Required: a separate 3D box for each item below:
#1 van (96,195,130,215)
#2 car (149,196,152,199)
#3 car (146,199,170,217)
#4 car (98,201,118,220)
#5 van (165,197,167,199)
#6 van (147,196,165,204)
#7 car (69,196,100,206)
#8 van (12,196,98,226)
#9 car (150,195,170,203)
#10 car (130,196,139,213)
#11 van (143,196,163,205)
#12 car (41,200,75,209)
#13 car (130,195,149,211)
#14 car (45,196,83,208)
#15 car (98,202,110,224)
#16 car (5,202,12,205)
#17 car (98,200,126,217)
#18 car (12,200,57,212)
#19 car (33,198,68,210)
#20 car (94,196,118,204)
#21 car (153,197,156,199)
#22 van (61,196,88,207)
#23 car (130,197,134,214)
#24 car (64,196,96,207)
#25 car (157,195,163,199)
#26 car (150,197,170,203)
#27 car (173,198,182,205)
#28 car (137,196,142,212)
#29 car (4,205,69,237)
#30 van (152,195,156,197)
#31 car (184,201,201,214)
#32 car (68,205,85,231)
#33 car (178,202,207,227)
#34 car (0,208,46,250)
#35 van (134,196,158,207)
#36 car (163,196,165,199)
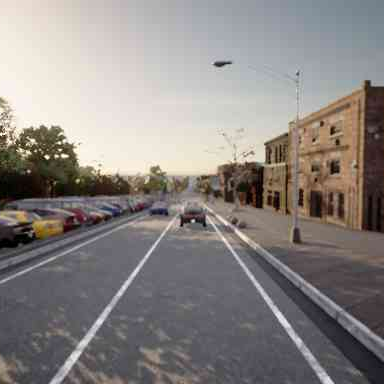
[{"bbox_3d":[-8.818,1.538,32.844,4.442,1.987,1.878,0,-1,0],"label":"van"},{"bbox_3d":[-8.940,1.652,46.860,5.566,2.045,2.435,0,-1,0],"label":"car"},{"bbox_3d":[-3.380,1.790,35.339,1.882,1.535,5.008,0,-1,0],"label":"car"},{"bbox_3d":[-8.892,1.738,27.235,4.792,1.488,2.163,0,-1,0],"label":"car"},{"bbox_3d":[-8.932,1.954,80.502,4.442,1.987,1.878,0,0,0],"label":"van"},{"bbox_3d":[-9.179,1.967,86.112,4.442,1.987,1.878,0,0,0],"label":"van"},{"bbox_3d":[-22.072,1.867,68.636,5.566,2.045,2.435,0,0,0],"label":"car"},{"bbox_3d":[-8.792,1.426,21.632,4.442,1.987,1.878,0,-1,0],"label":"van"},{"bbox_3d":[-9.054,1.959,94.522,5.566,2.045,2.435,0,0,0],"label":"car"},{"bbox_3d":[-8.917,1.694,38.449,4.553,1.767,2.185,0,-1,0],"label":"car"},{"bbox_3d":[-9.159,1.943,77.700,4.442,1.987,1.878,0,0,0],"label":"van"},{"bbox_3d":[-22.038,2.015,54.755,4.792,1.488,2.163,0,-1,0],"label":"car"},{"bbox_3d":[-8.933,1.624,44.057,5.566,2.045,2.435,0,-1,0],"label":"car"},{"bbox_3d":[-22.102,1.761,57.533,5.566,2.045,2.435,0,-1,0],"label":"car"},{"bbox_3d":[-8.886,1.710,24.432,4.792,1.488,2.163,0,-1,0],"label":"car"},{"bbox_3d":[-22.046,1.876,43.651,4.892,1.521,2.231,0,-1,0],"label":"car"},{"bbox_3d":[-8.923,1.736,30.039,5.008,1.535,2.097,0,-1,0],"label":"car"},{"bbox_3d":[-21.862,1.899,46.428,5.366,1.575,1.946,0,-1,0],"label":"car"},{"bbox_3d":[-22.091,1.832,51.979,4.553,1.767,2.185,0,-1,0],"label":"car"},{"bbox_3d":[-22.111,1.943,85.294,5.566,2.045,2.435,0,0,0],"label":"car"},{"bbox_3d":[-8.982,1.988,55.267,4.892,1.521,2.231,0,-1,0],"label":"car"},{"bbox_3d":[-22.204,1.842,63.083,4.442,1.987,1.878,0,-1,0],"label":"van"},{"bbox_3d":[-8.973,1.666,35.646,4.553,1.767,2.185,0,-1,0],"label":"car"},{"bbox_3d":[-22.122,1.844,65.859,5.566,2.045,2.435,0,-1,0],"label":"car"},{"bbox_3d":[-8.981,1.819,63.680,5.566,2.045,2.435,0,-1,0],"label":"car"},{"bbox_3d":[-8.890,2.202,91.718,5.366,1.575,1.946,0,0,0],"label":"car"},{"bbox_3d":[-3.329,2.099,76.736,2.128,1.511,4.902,0,0,0],"label":"car"},{"bbox_3d":[-8.924,1.722,41.252,4.553,1.767,2.185,0,-1,0],"label":"car"},{"bbox_3d":[-9.080,1.594,16.022,5.366,1.575,1.946,0,-1,0],"label":"car"},{"bbox_3d":[-9.112,1.789,58.072,4.442,1.987,1.878,0,-1,0],"label":"van"},{"bbox_3d":[0.056,1.931,42.692,2.033,1.411,5.357,0,-1,0],"label":"car"},{"bbox_3d":[-8.931,1.654,18.826,4.792,1.488,2.163,0,-1,0],"label":"car"},{"bbox_3d":[0.076,1.716,24.809,1.837,1.490,4.892,0,0,0],"label":"car"},{"bbox_3d":[-8.883,1.570,13.223,5.008,1.535,2.097,0,-1,0],"label":"car"},{"bbox_3d":[-9.132,1.872,66.479,4.442,1.987,1.878,0,0,0],"label":"van"},{"bbox_3d":[-9.065,2.188,74.896,4.792,1.488,2.163,0,0,0],"label":"car"}]
